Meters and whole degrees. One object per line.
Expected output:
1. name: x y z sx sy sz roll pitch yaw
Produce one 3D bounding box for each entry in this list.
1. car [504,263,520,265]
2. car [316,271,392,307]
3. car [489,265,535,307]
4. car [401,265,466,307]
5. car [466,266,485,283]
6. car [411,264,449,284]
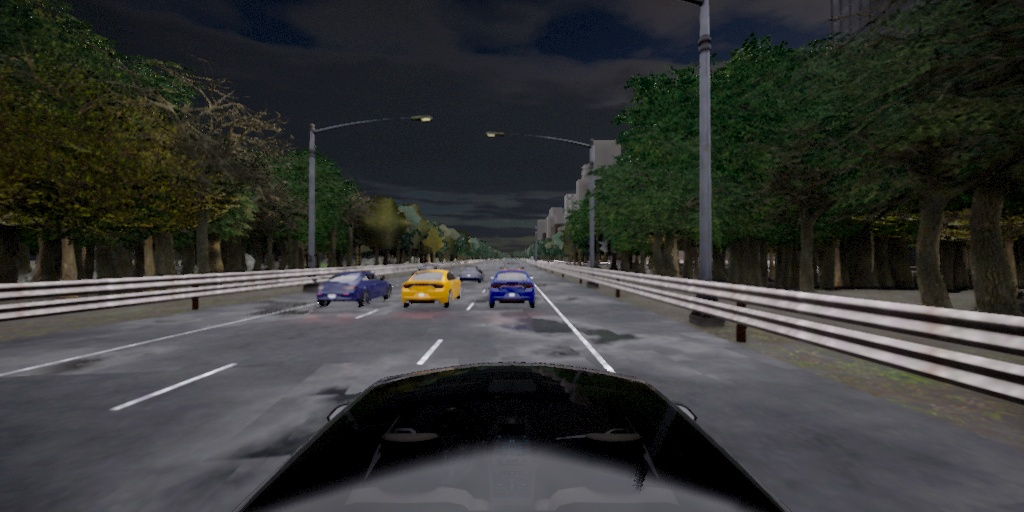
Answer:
1. car: 0.007 1.357 30.929 2.097 1.767 4.553 0 -1 0
2. car: -6.992 1.408 16.233 1.812 1.442 4.674 0 0 0
3. car: 0.009 1.361 16.320 1.882 1.535 5.008 0 0 0
4. car: -3.491 1.361 16.328 1.882 1.535 5.008 0 0 0
5. car: -3.493 1.573 31.136 1.994 1.385 4.181 0 0 0
6. car: -6.991 1.501 31.146 2.128 1.511 4.902 0 0 0
